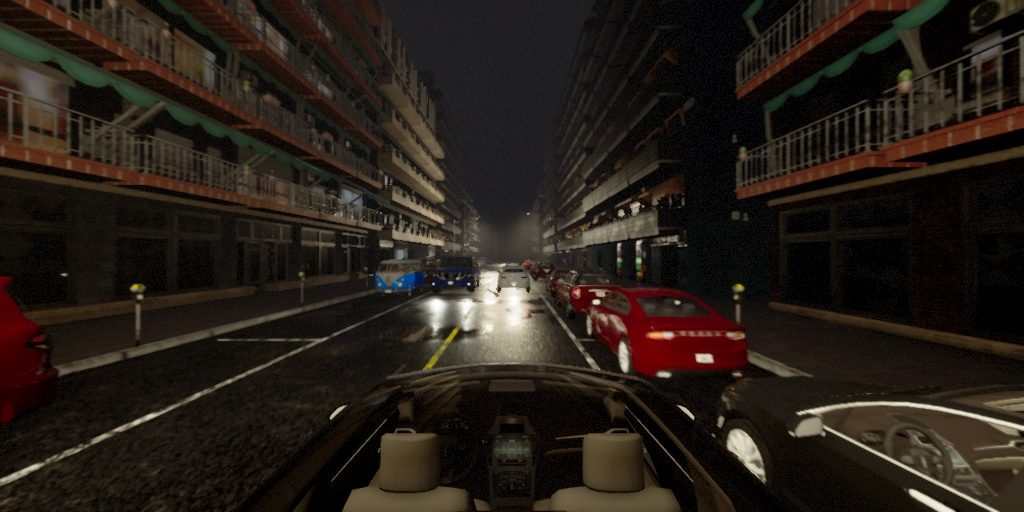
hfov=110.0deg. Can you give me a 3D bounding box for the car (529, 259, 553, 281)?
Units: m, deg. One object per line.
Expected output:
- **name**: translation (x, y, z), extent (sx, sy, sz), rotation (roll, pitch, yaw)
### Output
- **car**: translation (2.687, 1.218, 29.881), extent (1.967, 1.591, 4.097), rotation (0, 0, 0)

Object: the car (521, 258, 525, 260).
- **car**: translation (2.684, 1.377, 52.533), extent (1.888, 1.381, 4.507), rotation (0, 0, 0)

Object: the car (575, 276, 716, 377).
- **car**: translation (2.689, 1.296, 7.239), extent (1.888, 1.381, 4.507), rotation (0, 0, 0)

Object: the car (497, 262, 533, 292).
- **car**: translation (0.097, 1.287, 21.337), extent (1.812, 1.442, 4.674), rotation (0, 0, 0)

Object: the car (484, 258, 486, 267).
- **car**: translation (-5.697, 1.373, 58.043), extent (1.751, 1.417, 4.829), rotation (0, 0, 0)

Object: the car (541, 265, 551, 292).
- **car**: translation (2.688, 1.340, 18.562), extent (1.802, 1.307, 4.207), rotation (0, 0, 0)

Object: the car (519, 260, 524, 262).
- **car**: translation (0.095, 1.408, 42.272), extent (1.895, 1.301, 4.718), rotation (0, 0, 0)

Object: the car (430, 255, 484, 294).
- **car**: translation (-3.086, 0.981, 20.808), extent (2.150, 2.045, 5.566), rotation (0, 0, 0)

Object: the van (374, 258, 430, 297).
- **van**: translation (-5.692, 1.098, 18.583), extent (1.690, 1.789, 3.998), rotation (0, 0, 0)

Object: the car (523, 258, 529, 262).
- **car**: translation (2.685, 1.364, 46.868), extent (1.888, 1.381, 4.507), rotation (0, 0, 0)

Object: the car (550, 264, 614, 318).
- **car**: translation (2.689, 1.193, 12.899), extent (1.967, 1.591, 4.097), rotation (0, 0, 0)

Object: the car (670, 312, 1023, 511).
- **car**: translation (2.690, 1.301, 1.577), extent (2.007, 1.370, 4.403), rotation (0, 0, 0)

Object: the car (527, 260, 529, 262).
- **car**: translation (2.686, 1.317, 35.713), extent (1.751, 1.417, 4.829), rotation (0, 0, 0)

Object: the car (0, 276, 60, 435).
- **car**: translation (-5.691, 1.065, 1.597), extent (2.192, 1.841, 5.009), rotation (0, 0, 0)
